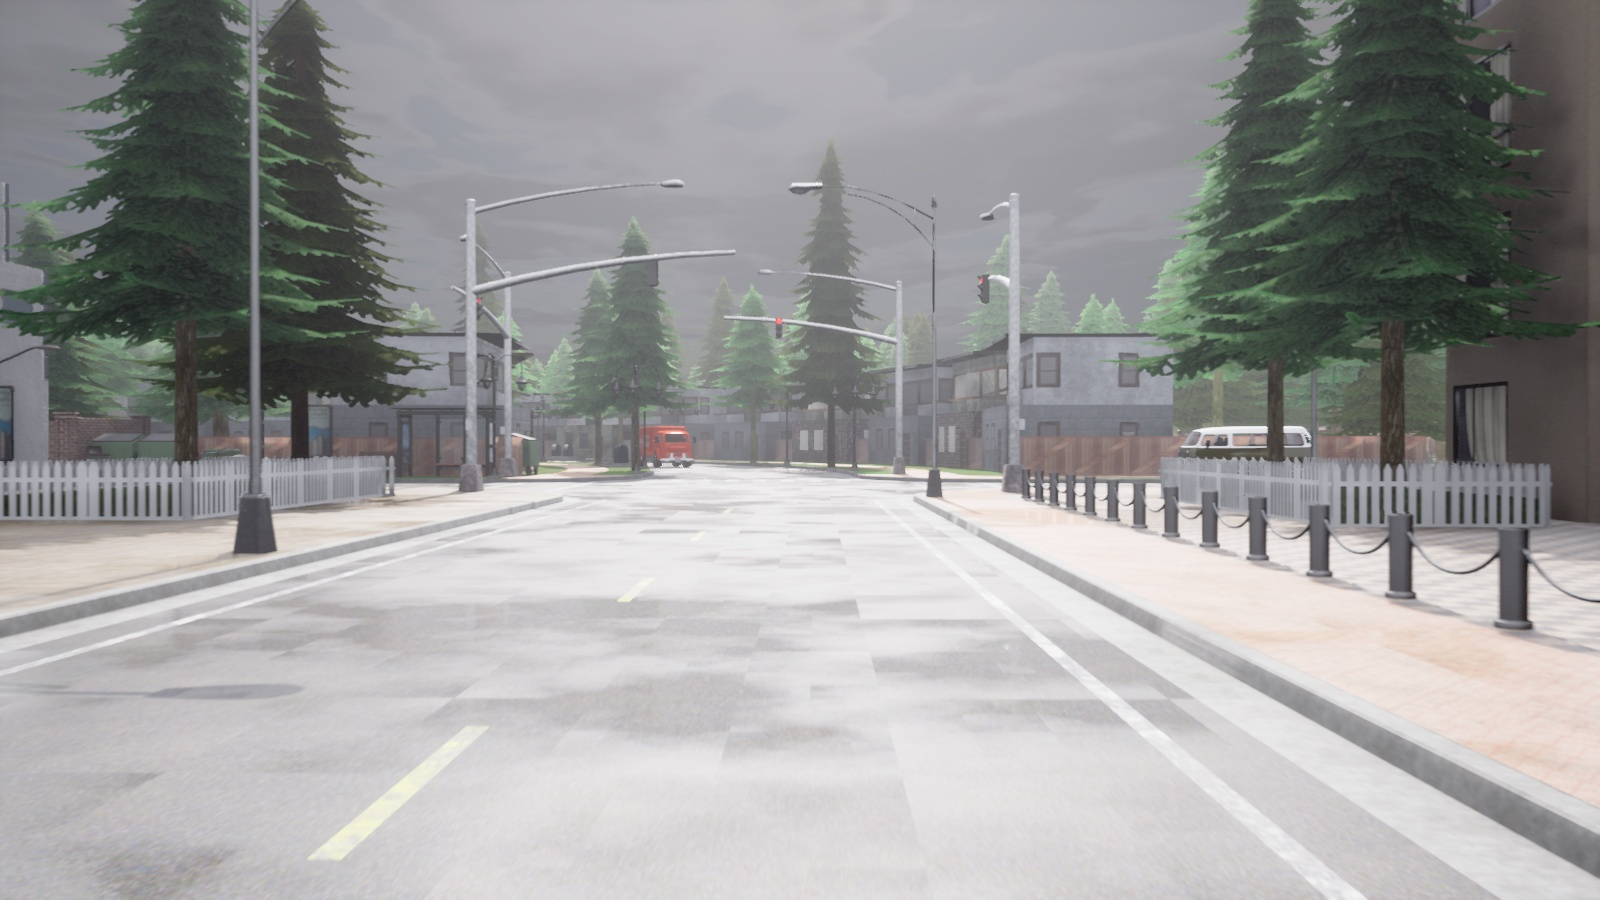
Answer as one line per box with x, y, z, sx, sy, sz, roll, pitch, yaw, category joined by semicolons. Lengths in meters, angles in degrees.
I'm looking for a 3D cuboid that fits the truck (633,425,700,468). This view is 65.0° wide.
-8.020;-0.203;75.083;2.627;2.467;5.204;0;0;-22;truck

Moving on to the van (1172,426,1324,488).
15.270;0.226;42.953;4.480;2.038;2.069;0;0;2;van
